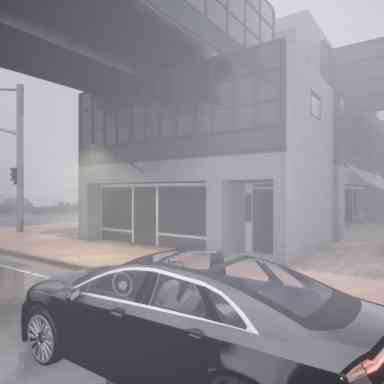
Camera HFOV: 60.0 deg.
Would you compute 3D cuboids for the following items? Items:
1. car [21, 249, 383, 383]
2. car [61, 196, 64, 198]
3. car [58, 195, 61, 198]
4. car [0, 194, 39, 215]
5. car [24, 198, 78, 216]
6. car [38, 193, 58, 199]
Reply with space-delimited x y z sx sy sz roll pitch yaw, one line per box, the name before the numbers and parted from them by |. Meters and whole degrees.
car | -0.235 1.492 4.160 4.902 1.511 2.128 0 0 35
car | -12.587 1.478 39.671 1.882 1.535 5.008 0 0 37
car | -28.886 1.364 71.739 3.905 1.438 1.784 0 0 35
car | -17.924 1.352 32.439 2.097 1.767 4.553 0 0 36
car | -13.426 1.601 32.665 1.895 1.301 4.718 0 0 36
car | -30.613 1.153 69.413 4.605 1.855 1.932 0 0 35
